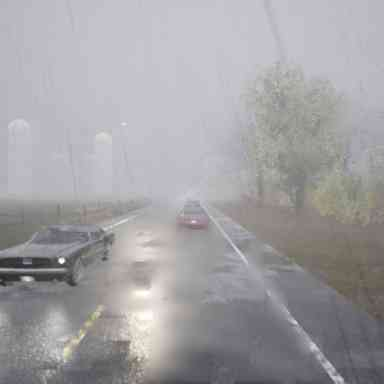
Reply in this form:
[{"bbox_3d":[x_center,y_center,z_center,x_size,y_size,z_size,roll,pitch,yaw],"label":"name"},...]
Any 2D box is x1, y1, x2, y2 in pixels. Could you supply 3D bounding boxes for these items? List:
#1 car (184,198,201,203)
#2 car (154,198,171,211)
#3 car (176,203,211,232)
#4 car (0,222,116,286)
[{"bbox_3d":[0.072,1.481,41.676,2.128,1.511,4.902,0,0,0],"label":"car"},{"bbox_3d":[-3.612,1.467,41.355,1.882,1.535,5.008,0,0,0],"label":"car"},{"bbox_3d":[0.088,1.559,19.864,1.994,1.385,4.181,0,0,0],"label":"car"},{"bbox_3d":[-3.603,1.598,9.490,1.895,1.301,4.718,0,0,0],"label":"car"}]
